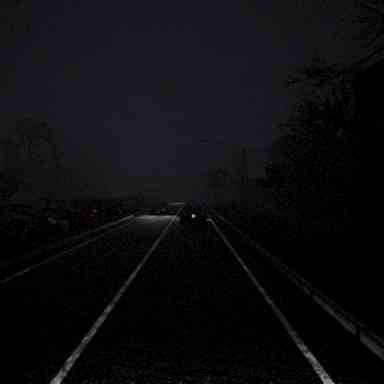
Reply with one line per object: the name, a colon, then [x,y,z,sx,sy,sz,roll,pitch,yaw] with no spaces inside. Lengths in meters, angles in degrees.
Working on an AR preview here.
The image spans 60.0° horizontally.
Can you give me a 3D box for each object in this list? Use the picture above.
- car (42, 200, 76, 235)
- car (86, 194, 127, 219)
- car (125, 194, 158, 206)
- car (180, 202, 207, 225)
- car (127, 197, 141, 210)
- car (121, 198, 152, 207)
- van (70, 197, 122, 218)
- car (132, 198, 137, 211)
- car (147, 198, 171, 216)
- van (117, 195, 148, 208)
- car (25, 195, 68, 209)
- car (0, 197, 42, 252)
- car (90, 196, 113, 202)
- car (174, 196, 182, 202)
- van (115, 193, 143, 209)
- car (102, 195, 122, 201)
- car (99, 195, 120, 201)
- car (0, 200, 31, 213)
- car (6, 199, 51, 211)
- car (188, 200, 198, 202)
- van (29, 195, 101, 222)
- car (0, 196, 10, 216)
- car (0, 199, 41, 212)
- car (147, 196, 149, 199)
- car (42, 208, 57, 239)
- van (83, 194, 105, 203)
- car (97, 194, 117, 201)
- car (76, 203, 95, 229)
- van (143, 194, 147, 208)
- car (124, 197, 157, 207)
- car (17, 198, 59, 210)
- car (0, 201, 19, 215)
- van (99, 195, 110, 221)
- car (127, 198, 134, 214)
car: [-8.957,1.460,17.669,4.553,1.767,2.185,0,0,0]
car: [-8.911,1.404,28.883,5.566,2.045,2.435,0,0,0]
car: [-8.949,1.428,59.726,5.566,2.045,2.435,0,0,0]
car: [0.103,1.704,25.764,1.994,1.385,4.181,0,0,0]
car: [-8.982,1.730,40.101,4.792,1.488,2.163,0,0,0]
car: [-8.973,1.728,54.120,4.674,1.452,2.002,0,0,0]
van: [-9.059,1.446,31.683,4.442,1.987,1.878,0,0,0]
car: [-8.947,1.733,37.293,4.674,1.452,2.002,0,0,0]
car: [-3.339,1.677,35.460,1.837,1.490,4.892,0,0,0]
van: [-9.083,1.467,51.316,4.442,1.987,1.878,0,0,0]
car: [-22.017,1.444,50.513,5.566,2.045,2.435,0,0,0]
car: [-8.890,1.299,12.063,5.566,2.045,2.435,0,0,0]
car: [-22.077,1.646,81.046,5.008,1.535,2.097,0,0,0]
car: [-3.239,1.612,77.429,2.128,1.511,4.902,0,0,0]
van: [-9.073,1.475,42.904,4.442,1.987,1.878,0,0,0]
car: [-22.090,1.633,92.148,4.892,1.521,2.231,0,0,0]
car: [-22.099,1.635,89.372,5.008,1.535,2.097,0,0,0]
car: [-22.002,1.731,39.412,4.792,1.488,2.163,0,0,0]
car: [-22.033,1.702,44.961,5.008,1.535,2.097,0,0,0]
car: [0.106,1.733,42.015,2.033,1.411,5.357,0,0,0]
van: [-9.049,1.394,23.276,4.442,1.987,1.878,0,0,0]
car: [-21.997,1.431,33.855,5.566,2.045,2.435,0,0,0]
car: [-22.220,1.699,42.184,5.366,1.575,1.946,0,0,0]
car: [-8.958,1.697,48.513,5.008,1.535,2.097,0,0,0]
car: [-8.920,1.608,14.864,4.674,1.452,2.002,0,0,0]
van: [-22.192,1.429,75.493,4.442,1.987,1.878,0,0,0]
car: [-22.121,1.513,86.596,4.553,1.767,2.185,0,0,0]
car: [-8.923,1.604,20.471,4.892,1.521,2.231,0,0,0]
van: [-8.843,1.475,45.706,4.442,1.987,1.878,0,0,0]
car: [-8.788,1.681,56.923,5.366,1.575,1.946,0,0,0]
car: [-22.036,1.701,47.739,4.892,1.521,2.231,0,0,0]
car: [-22.057,1.722,36.629,4.792,1.488,2.163,0,0,0]
van: [-9.053,1.412,26.079,4.442,1.987,1.878,0,0,0]
car: [-8.952,1.684,34.490,4.892,1.521,2.231,0,0,0]
